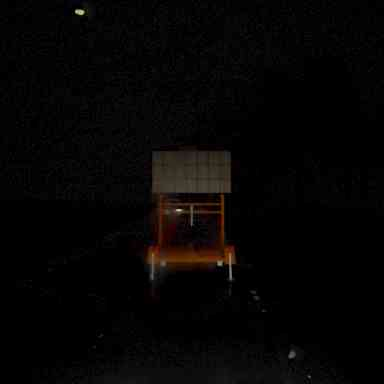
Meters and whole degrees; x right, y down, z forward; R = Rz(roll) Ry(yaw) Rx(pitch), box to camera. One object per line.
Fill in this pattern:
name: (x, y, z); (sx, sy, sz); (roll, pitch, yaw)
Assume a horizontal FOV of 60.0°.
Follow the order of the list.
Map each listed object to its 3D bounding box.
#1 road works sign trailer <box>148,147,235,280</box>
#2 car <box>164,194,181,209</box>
road works sign trailer: (-0.009, 0.470, 9.892); (2.380, 3.560, 2.880); (0, 0, 0)
car: (-2.698, 1.368, 47.541); (2.150, 2.045, 5.566); (0, 0, 0)
